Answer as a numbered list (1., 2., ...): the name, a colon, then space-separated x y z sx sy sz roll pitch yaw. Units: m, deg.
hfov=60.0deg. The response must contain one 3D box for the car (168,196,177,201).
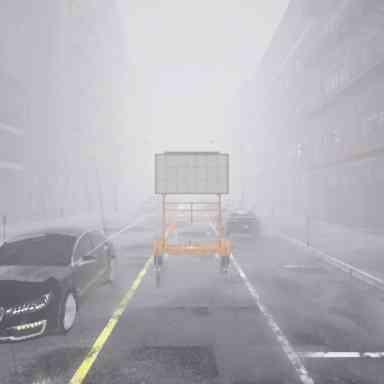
1. car: -5.254 1.826 90.253 1.947 1.339 4.313 1 0 0

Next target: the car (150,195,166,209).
1. car: -5.268 1.397 46.010 2.192 1.841 5.009 2 0 0

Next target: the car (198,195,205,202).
1. car: 2.614 1.681 62.535 1.887 1.381 4.507 1 0 0

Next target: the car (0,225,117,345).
1. car: -2.846 1.509 6.768 1.837 1.490 4.892 0 0 0

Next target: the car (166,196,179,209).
1. car: -2.826 1.633 47.594 2.033 1.411 5.357 0 0 0

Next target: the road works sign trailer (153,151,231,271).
1. road works sign trailer: -0.005 0.473 10.978 2.380 3.560 2.880 0 0 0

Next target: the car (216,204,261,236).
1. car: 2.593 1.564 18.289 1.887 1.381 4.507 1 0 0

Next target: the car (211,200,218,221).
1. car: 2.596 1.554 23.991 1.752 1.417 4.829 1 0 0

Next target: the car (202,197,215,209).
1. car: 2.603 1.612 40.411 1.887 1.381 4.507 1 0 0

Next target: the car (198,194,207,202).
1. car: 2.596 1.547 84.659 2.192 1.841 5.009 1 0 0

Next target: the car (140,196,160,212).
1. car: -5.276 1.592 40.308 1.752 1.417 4.829 2 0 0

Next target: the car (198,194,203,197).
1. car: 2.617 1.703 68.064 1.887 1.381 4.507 1 0 0

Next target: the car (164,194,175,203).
1. car: -5.253 1.522 79.191 2.192 1.841 5.009 1 0 0

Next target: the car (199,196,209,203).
1. car: 2.629 1.622 73.597 1.967 1.590 4.097 1 0 0

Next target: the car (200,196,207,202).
1. car: 2.606 1.632 45.943 2.008 1.369 4.403 1 0 0
